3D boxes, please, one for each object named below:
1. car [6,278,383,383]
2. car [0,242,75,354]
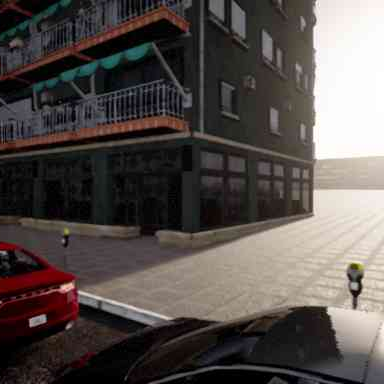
[{"bbox_3d":[0.788,1.562,2.313,4.313,1.339,1.947,0,0,36],"label":"car"},{"bbox_3d":[-3.800,1.509,5.587,4.507,1.381,1.887,0,0,35],"label":"car"}]
